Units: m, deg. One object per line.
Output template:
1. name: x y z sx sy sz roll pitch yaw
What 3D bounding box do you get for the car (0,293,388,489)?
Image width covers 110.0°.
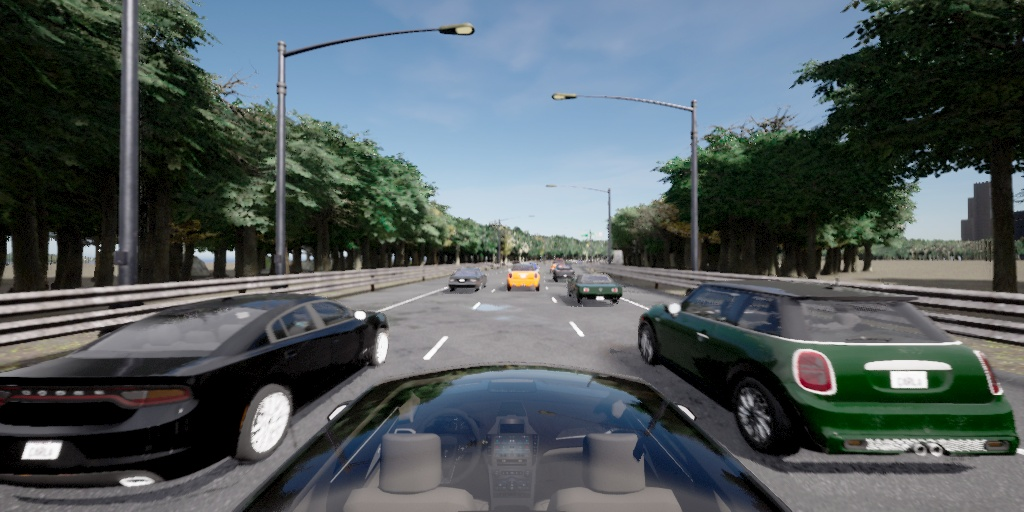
1. car: -3.348 1.259 5.046 1.882 1.535 5.008 0 -1 0

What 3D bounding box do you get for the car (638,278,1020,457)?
1. car: 3.537 1.136 5.300 2.097 1.767 4.553 0 -1 1

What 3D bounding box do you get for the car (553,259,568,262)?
1. car: 6.804 1.574 52.636 2.097 1.767 4.553 0 -1 7

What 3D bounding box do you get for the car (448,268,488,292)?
1. car: -2.784 1.506 23.502 2.033 1.411 5.357 0 -1 3

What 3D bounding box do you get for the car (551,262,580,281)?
1. car: 4.803 1.543 33.503 2.128 1.511 4.902 0 -1 5

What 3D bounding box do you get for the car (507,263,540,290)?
1. car: 0.800 1.320 24.482 2.097 1.767 4.553 0 -1 2

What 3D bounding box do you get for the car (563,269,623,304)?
1. car: 3.821 1.502 17.366 1.895 1.301 4.718 0 -1 2

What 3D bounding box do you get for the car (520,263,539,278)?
1. car: 2.089 1.596 41.066 1.882 1.535 5.008 0 0 5
